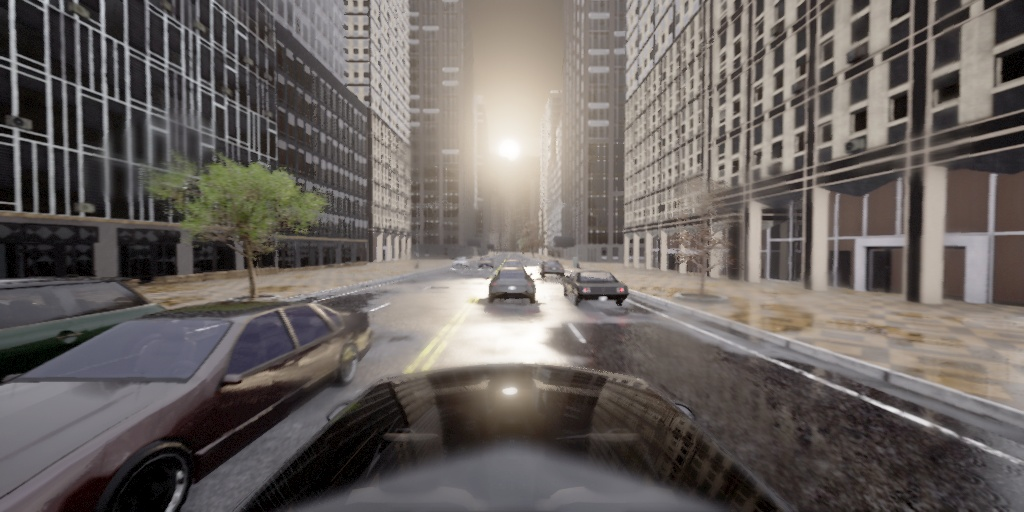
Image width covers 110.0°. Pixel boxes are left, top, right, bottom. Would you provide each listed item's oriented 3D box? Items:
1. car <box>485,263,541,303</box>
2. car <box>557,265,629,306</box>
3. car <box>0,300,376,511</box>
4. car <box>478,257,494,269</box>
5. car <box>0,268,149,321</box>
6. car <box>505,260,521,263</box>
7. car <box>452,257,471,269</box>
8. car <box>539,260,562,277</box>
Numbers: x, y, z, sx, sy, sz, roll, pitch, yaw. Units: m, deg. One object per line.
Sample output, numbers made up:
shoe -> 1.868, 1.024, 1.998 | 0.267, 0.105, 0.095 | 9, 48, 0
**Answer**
car -> 0.020, 1.184, 15.793 | 1.994, 1.385, 4.181 | 0, 1, 0
car -> 3.264, 1.228, 15.058 | 1.895, 1.301, 4.718 | 0, 1, 0
car -> -3.343, 1.276, 4.105 | 2.033, 1.411, 5.357 | 0, 1, 0
car -> -3.320, 0.870, 46.477 | 2.033, 1.411, 5.357 | 0, 1, 0
car -> -6.590, 1.082, 3.989 | 2.097, 1.767, 4.553 | 0, 1, 0
car -> 0.068, 1.026, 30.683 | 2.033, 1.411, 5.357 | 0, 1, 0
car -> -6.570, 0.846, 46.694 | 1.812, 1.442, 4.674 | 0, 1, 0
car -> 3.319, 1.026, 30.668 | 2.033, 1.411, 5.357 | 0, 1, 0
